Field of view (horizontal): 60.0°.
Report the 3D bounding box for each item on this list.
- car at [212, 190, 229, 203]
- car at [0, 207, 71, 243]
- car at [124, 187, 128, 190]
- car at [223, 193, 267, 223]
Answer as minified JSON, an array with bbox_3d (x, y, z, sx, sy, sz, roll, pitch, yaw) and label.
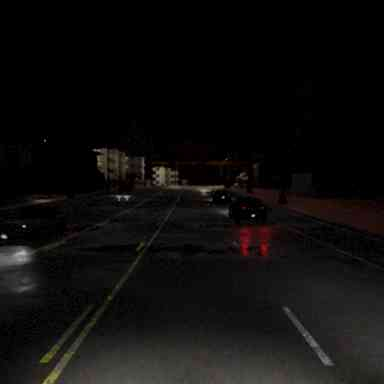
[{"bbox_3d":[3.431,0.456,38.624,1.994,1.385,4.181,0,3,0],"label":"car"},{"bbox_3d":[-7.165,1.362,14.901,1.895,1.301,4.718,0,1,0],"label":"car"},{"bbox_3d":[-10.738,-0.660,54.285,2.033,1.411,5.357,0,3,0],"label":"car"},{"bbox_3d":[3.507,1.082,21.469,2.128,1.511,4.902,0,2,0],"label":"car"}]
